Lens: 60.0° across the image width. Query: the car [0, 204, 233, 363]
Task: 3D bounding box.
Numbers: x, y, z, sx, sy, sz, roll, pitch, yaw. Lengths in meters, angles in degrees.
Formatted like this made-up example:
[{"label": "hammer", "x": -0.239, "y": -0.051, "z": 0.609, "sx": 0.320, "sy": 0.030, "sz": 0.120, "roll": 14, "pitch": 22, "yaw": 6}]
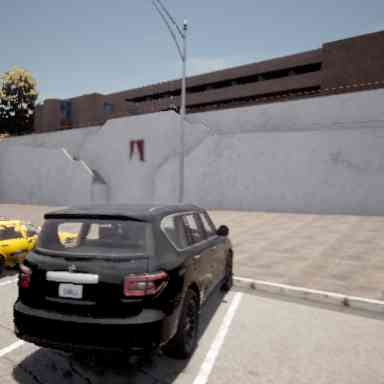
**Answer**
[{"label": "car", "x": -0.633, "y": 1.232, "z": 6.284, "sx": 2.435, "sy": 2.045, "sz": 5.566, "roll": 0, "pitch": -1, "yaw": 16}]
